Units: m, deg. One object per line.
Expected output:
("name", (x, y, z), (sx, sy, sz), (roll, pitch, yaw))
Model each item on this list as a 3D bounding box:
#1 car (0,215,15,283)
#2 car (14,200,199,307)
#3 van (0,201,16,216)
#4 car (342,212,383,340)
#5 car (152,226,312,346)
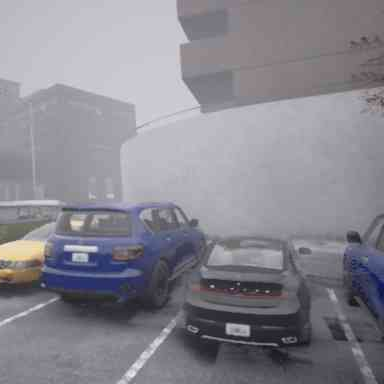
("car", (-3.709, 1.509, 9.827), (1.946, 1.575, 5.366), (0, -1, 15))
("car", (-1.210, 1.258, 8.306), (2.435, 2.045, 5.566), (0, -1, 15))
("van", (-6.079, 1.297, 11.853), (1.878, 1.987, 4.442), (0, -1, 15))
("car", (3.681, 1.247, 4.798), (2.435, 2.045, 5.566), (0, -1, 16))
("car", (1.226, 1.505, 6.529), (2.231, 1.521, 4.892), (0, -1, 16))
